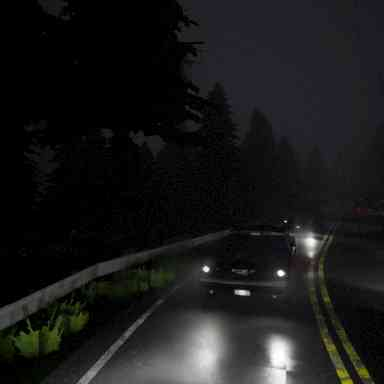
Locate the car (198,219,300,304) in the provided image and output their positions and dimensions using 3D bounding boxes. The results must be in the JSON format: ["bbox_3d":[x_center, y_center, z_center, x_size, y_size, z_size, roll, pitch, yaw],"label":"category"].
[{"bbox_3d":[1.640,1.599,8.439,1.895,1.301,4.718,-1,0,18],"label":"car"}]

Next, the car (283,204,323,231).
[{"bbox_3d":[6.817,1.459,20.150,2.033,1.411,5.357,-2,0,26],"label":"car"}]

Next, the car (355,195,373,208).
[{"bbox_3d":[20.813,1.057,40.175,2.128,1.511,4.902,-2,0,28],"label":"car"}]
